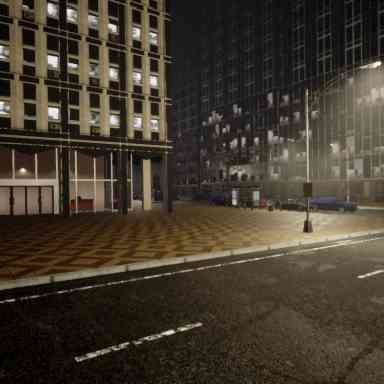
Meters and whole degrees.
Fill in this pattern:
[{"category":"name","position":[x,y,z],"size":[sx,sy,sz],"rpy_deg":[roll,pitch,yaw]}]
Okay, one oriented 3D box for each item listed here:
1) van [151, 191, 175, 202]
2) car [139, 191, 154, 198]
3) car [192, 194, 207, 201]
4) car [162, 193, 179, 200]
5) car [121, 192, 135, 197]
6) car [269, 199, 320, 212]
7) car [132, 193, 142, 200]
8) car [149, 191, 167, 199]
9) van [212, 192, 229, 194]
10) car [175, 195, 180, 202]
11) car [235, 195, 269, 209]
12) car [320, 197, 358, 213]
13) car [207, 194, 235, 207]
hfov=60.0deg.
[{"category":"van","position":[-5.222,0.937,58.792],"size":[1.690,1.788,3.998],"rpy_deg":[0,1,-35]},{"category":"car","position":[-11.218,0.686,82.267],"size":[1.967,1.590,4.097],"rpy_deg":[0,1,-35]},{"category":"car","position":[1.679,1.043,63.547],"size":[1.802,1.307,4.206],"rpy_deg":[0,1,-35]},{"category":"car","position":[-4.769,0.936,72.908],"size":[1.802,1.307,4.206],"rpy_deg":[0,1,-35]},{"category":"car","position":[-17.666,0.688,91.629],"size":[2.008,1.369,4.403],"rpy_deg":[0,1,-35]},{"category":"car","position":[10.792,1.424,35.318],"size":[1.947,1.339,4.313],"rpy_deg":[0,1,-35]},{"category":"car","position":[-11.671,1.039,68.155],"size":[2.008,1.369,4.403],"rpy_deg":[0,1,-35]},{"category":"car","position":[-7.994,0.615,77.585],"size":[2.192,1.841,5.009],"rpy_deg":[0,1,-35]},{"category":"van","position":[4.903,0.855,58.863],"size":[1.690,1.788,3.998],"rpy_deg":[0,1,-35]},{"category":"car","position":[-4.091,0.886,61.854],"size":[2.097,1.767,4.553],"rpy_deg":[-1,1,-34]},{"category":"car","position":[7.581,1.388,40.011],"size":[1.802,1.307,4.206],"rpy_deg":[0,1,-35]},{"category":"car","position":[14.588,1.317,34.585],"size":[1.882,1.535,5.008],"rpy_deg":[-1,1,-35]},{"category":"car","position":[4.405,1.319,44.724],"size":[1.947,1.339,4.313],"rpy_deg":[0,1,-35]}]
